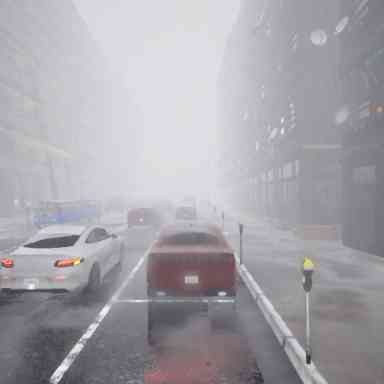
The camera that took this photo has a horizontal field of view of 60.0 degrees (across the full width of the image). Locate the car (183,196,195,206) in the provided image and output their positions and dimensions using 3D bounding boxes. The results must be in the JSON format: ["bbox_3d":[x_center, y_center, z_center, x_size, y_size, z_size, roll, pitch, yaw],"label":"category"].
[{"bbox_3d":[-0.470,1.553,59.411,1.967,1.590,4.097,1,0,0],"label":"car"}]

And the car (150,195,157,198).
[{"bbox_3d":[-8.314,1.471,70.528,2.192,1.841,5.009,1,0,0],"label":"car"}]

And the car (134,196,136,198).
[{"bbox_3d":[-8.312,1.379,42.876,2.192,1.841,5.009,1,0,0],"label":"car"}]

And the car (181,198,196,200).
[{"bbox_3d":[-0.437,1.582,31.754,1.887,1.381,4.507,1,0,0],"label":"car"}]

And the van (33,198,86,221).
[{"bbox_3d":[-8.311,1.359,20.753,1.690,1.788,3.998,2,0,0],"label":"van"}]

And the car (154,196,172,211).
[{"bbox_3d":[-2.950,1.558,37.970,1.837,1.490,4.892,0,0,0],"label":"car"}]

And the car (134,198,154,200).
[{"bbox_3d":[-5.835,1.656,39.656,1.895,1.301,4.718,0,0,0],"label":"car"}]

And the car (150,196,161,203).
[{"bbox_3d":[-8.320,1.725,76.059,1.887,1.381,4.507,1,0,0],"label":"car"}]

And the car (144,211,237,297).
[{"bbox_3d":[-0.006,1.482,8.653,1.882,1.535,5.008,0,0,0],"label":"car"}]

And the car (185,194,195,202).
[{"bbox_3d":[-0.469,1.521,81.536,2.192,1.841,5.009,1,0,0],"label":"car"}]

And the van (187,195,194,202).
[{"bbox_3d":[-0.470,1.576,87.068,1.690,1.788,3.998,1,0,0],"label":"van"}]

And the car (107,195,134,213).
[{"bbox_3d":[-8.312,1.366,37.346,2.192,1.841,5.009,1,0,0],"label":"car"}]

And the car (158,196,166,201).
[{"bbox_3d":[-8.322,1.847,92.652,1.802,1.307,4.206,1,0,0],"label":"car"}]

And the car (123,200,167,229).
[{"bbox_3d":[-2.956,1.497,21.966,1.882,1.535,5.008,0,0,0],"label":"car"}]

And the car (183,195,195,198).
[{"bbox_3d":[-0.427,1.490,37.286,1.967,1.590,4.097,1,0,0],"label":"car"}]

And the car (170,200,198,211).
[{"bbox_3d":[-0.437,1.572,26.224,1.887,1.381,4.507,1,0,0],"label":"car"}]

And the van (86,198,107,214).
[{"bbox_3d":[-8.312,1.368,26.285,1.690,1.788,3.998,1,0,0],"label":"van"}]

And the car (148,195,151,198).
[{"bbox_3d":[-8.319,1.660,53.938,1.947,1.339,4.313,1,0,0],"label":"car"}]

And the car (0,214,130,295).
[{"bbox_3d":[-3.019,1.531,8.574,1.812,1.442,4.674,0,0,0],"label":"car"}]
